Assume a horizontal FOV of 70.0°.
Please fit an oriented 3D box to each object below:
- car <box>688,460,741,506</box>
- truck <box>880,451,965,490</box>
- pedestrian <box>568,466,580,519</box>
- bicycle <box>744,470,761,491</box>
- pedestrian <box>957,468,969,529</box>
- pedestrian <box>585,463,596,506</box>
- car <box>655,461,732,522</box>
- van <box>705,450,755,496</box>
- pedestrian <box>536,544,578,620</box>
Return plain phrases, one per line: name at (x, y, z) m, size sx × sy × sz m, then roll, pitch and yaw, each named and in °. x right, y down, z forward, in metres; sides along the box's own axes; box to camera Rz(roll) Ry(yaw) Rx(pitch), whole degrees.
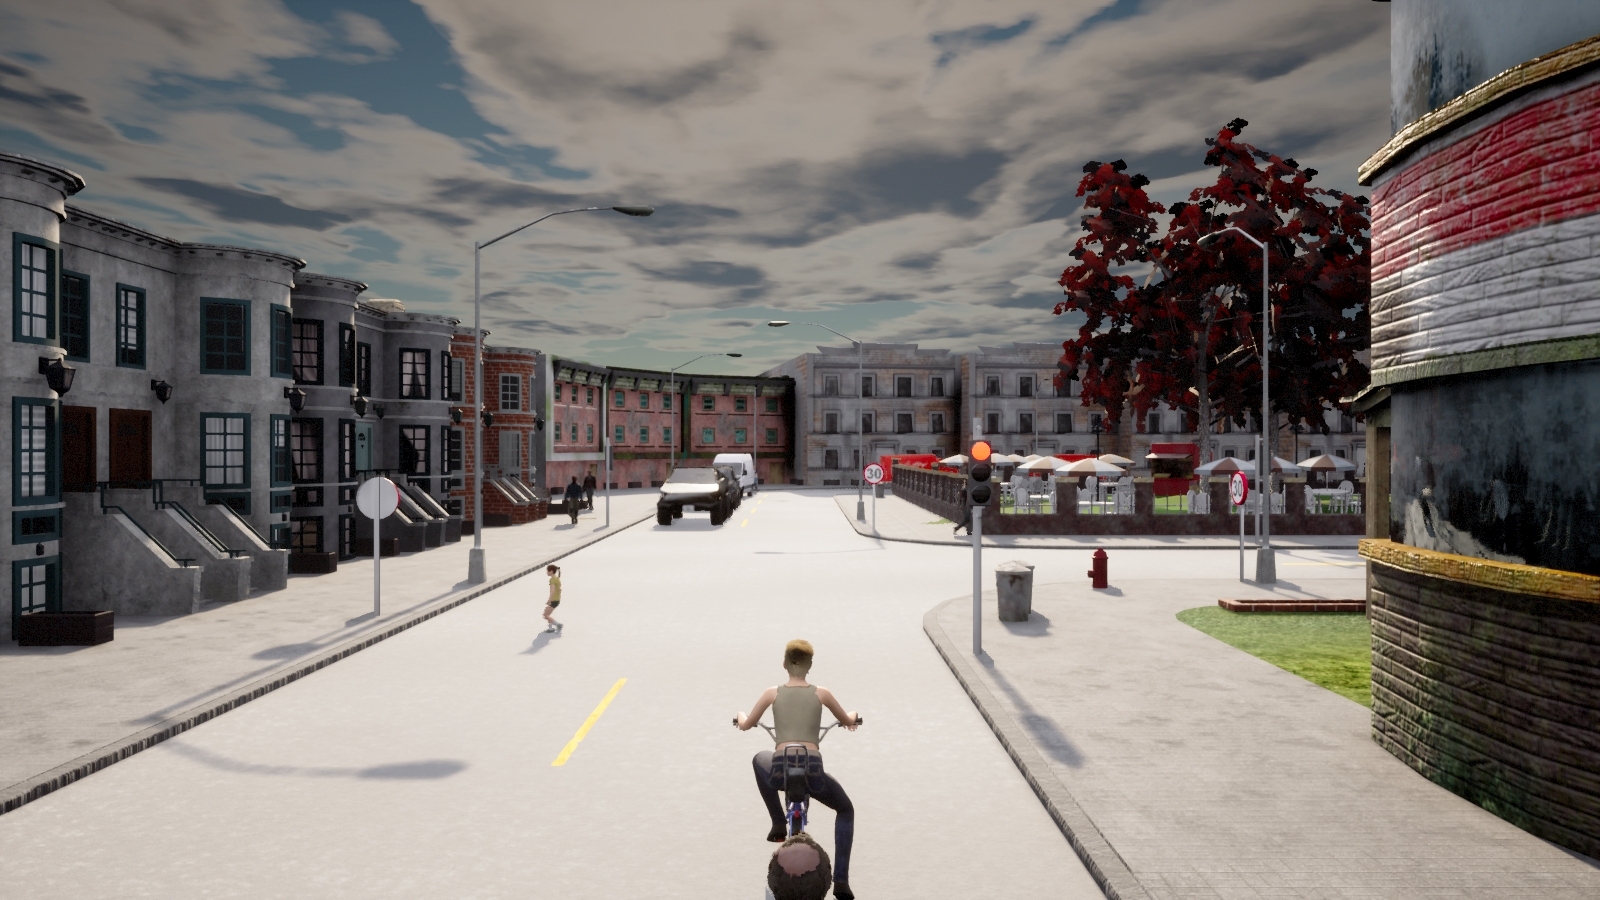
car at (-4.049, 1.539, 54.945) m, size 2.150 × 2.045 × 5.566 m, roll 0°, pitch 0°, yaw 0°
truck at (8.017, 1.323, 75.356) m, size 5.204 × 2.467 × 2.627 m, roll 0°, pitch 0°, yaw -3°
pedestrian at (-8.046, 1.508, 40.649) m, size 0.375 × 1.860 × 0.375 m, roll 0°, pitch 0°, yaw -3°
bicycle at (-3.016, 1.909, 72.659) m, size 0.373 × 1.296 × 1.643 m, roll 0°, pitch 0°, yaw 23°
pedestrian at (5.041, 1.502, 35.337) m, size 0.375 × 1.860 × 0.375 m, roll 0°, pitch 0°, yaw 7°
pedestrian at (-9.157, 1.506, 49.922) m, size 0.375 × 1.860 × 0.375 m, roll 0°, pitch 0°, yaw 3°
car at (-4.005, 1.516, 44.108) m, size 2.390 × 2.098 × 6.274 m, roll 0°, pitch 0°, yaw 0°
van at (-4.016, 1.289, 66.883) m, size 1.988 × 2.561 × 5.915 m, roll 0°, pitch 0°, yaw 6°
pedestrian at (-3.697, 2.001, 17.407) m, size 0.500 × 1.100 × 0.500 m, roll 0°, pitch 0°, yaw 3°
